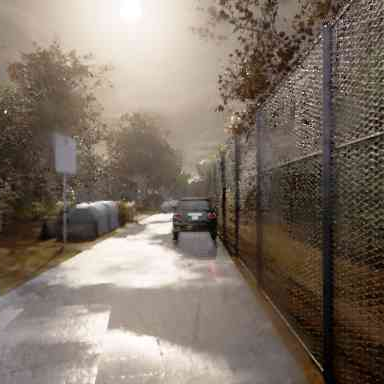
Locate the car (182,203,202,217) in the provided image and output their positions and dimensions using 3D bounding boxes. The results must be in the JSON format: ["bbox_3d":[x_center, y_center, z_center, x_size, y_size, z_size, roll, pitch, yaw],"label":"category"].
[{"bbox_3d":[0.011,1.881,35.834,1.994,1.385,4.181,0,-1,0],"label":"car"}]

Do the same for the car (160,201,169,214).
[{"bbox_3d":[-2.900,1.938,41.724,1.837,1.490,4.892,0,-2,1],"label":"car"}]

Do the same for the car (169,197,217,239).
[{"bbox_3d":[0.115,1.294,17.869,2.150,2.045,5.566,0,-1,0],"label":"car"}]
